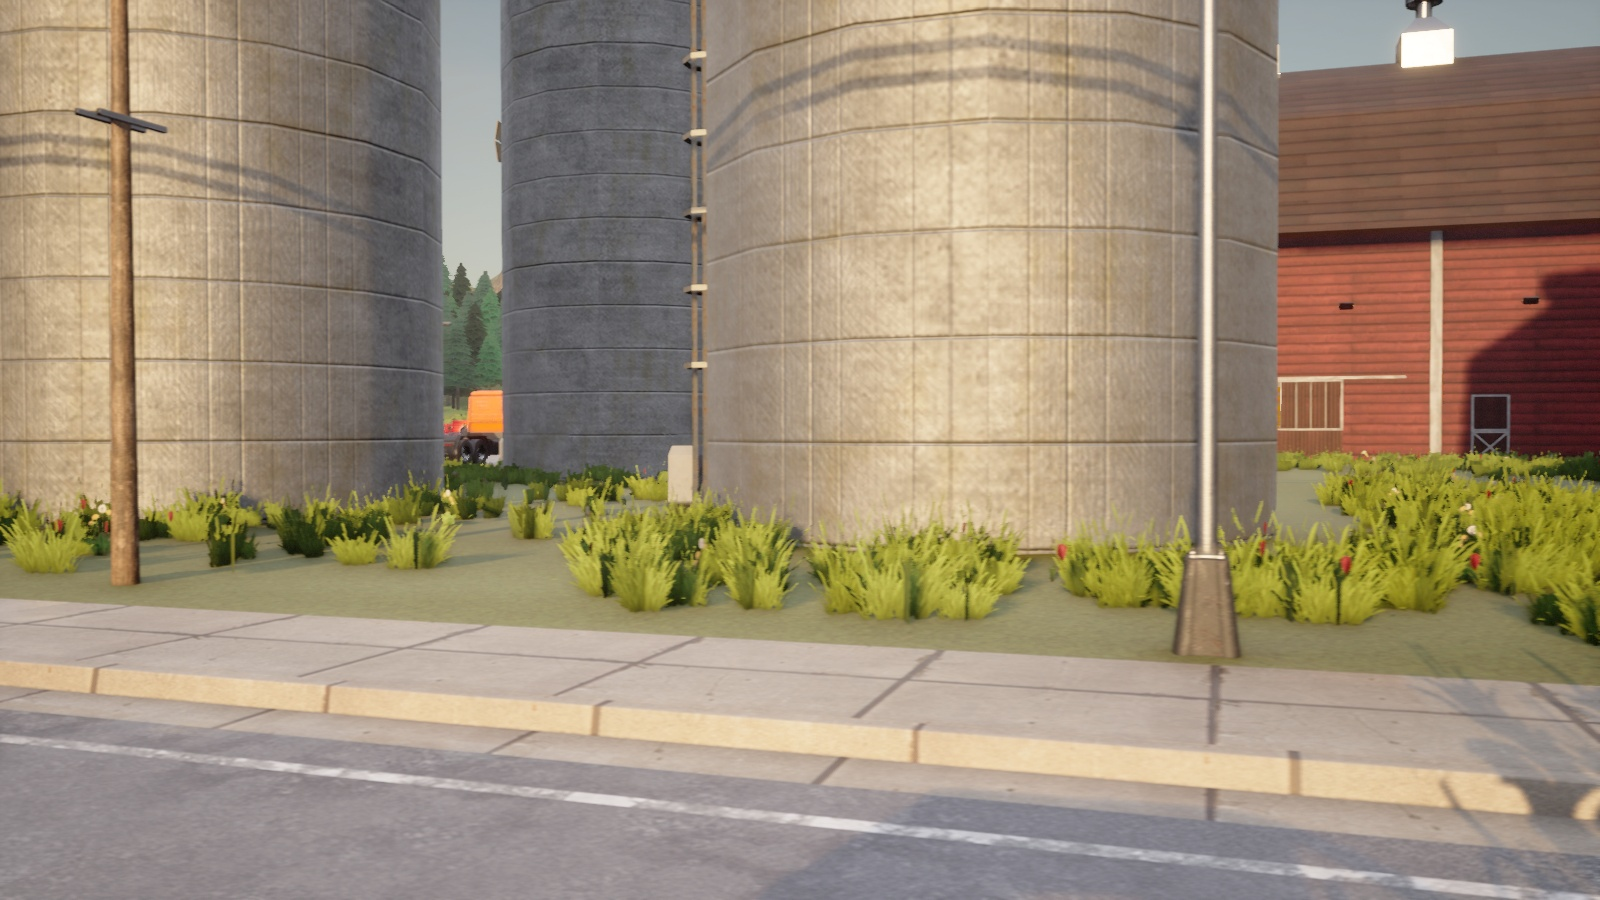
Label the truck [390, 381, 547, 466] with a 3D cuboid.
[{"bbox_3d":[-14.488,-1.158,55.694,2.891,3.462,7.936,1,1,18],"label":"truck"}]
